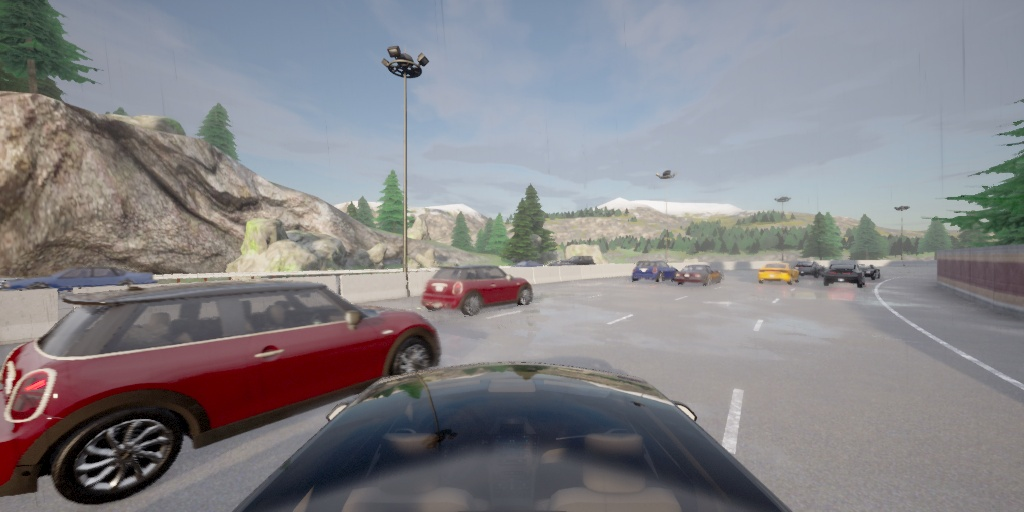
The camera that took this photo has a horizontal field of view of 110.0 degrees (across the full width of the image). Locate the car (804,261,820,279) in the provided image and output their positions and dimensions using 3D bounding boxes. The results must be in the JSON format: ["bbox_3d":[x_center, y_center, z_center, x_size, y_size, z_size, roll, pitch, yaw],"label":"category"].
[{"bbox_3d":[27.584,1.241,33.275,4.902,1.511,2.128,0,0,-39],"label":"car"}]

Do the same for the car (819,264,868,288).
[{"bbox_3d":[22.427,1.255,24.169,4.892,1.490,1.837,0,0,-43],"label":"car"}]

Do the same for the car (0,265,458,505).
[{"bbox_3d":[-3.108,1.103,4.828,2.097,1.767,4.553,0,0,34],"label":"car"}]

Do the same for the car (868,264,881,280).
[{"bbox_3d":[30.344,1.351,31.028,4.718,1.301,1.895,0,0,-39],"label":"car"}]

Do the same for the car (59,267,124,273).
[{"bbox_3d":[-23.065,1.297,19.427,2.033,1.411,5.357,0,0,34],"label":"car"}]

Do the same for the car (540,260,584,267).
[{"bbox_3d":[4.957,1.351,36.800,4.718,1.301,1.895,0,0,-44],"label":"car"}]

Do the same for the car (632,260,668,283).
[{"bbox_3d":[11.184,1.102,27.877,2.097,1.767,4.553,0,0,44],"label":"car"}]

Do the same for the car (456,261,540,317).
[{"bbox_3d":[-1.138,1.102,13.617,2.097,1.767,4.553,0,0,37],"label":"car"}]

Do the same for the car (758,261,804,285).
[{"bbox_3d":[19.667,1.228,26.372,5.008,1.535,1.882,0,0,-44],"label":"car"}]

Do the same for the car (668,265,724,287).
[{"bbox_3d":[13.006,1.298,24.817,2.033,1.411,5.357,0,0,44],"label":"car"}]

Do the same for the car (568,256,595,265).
[{"bbox_3d":[9.258,0.965,50.208,5.566,2.045,2.150,0,0,-40],"label":"car"}]
